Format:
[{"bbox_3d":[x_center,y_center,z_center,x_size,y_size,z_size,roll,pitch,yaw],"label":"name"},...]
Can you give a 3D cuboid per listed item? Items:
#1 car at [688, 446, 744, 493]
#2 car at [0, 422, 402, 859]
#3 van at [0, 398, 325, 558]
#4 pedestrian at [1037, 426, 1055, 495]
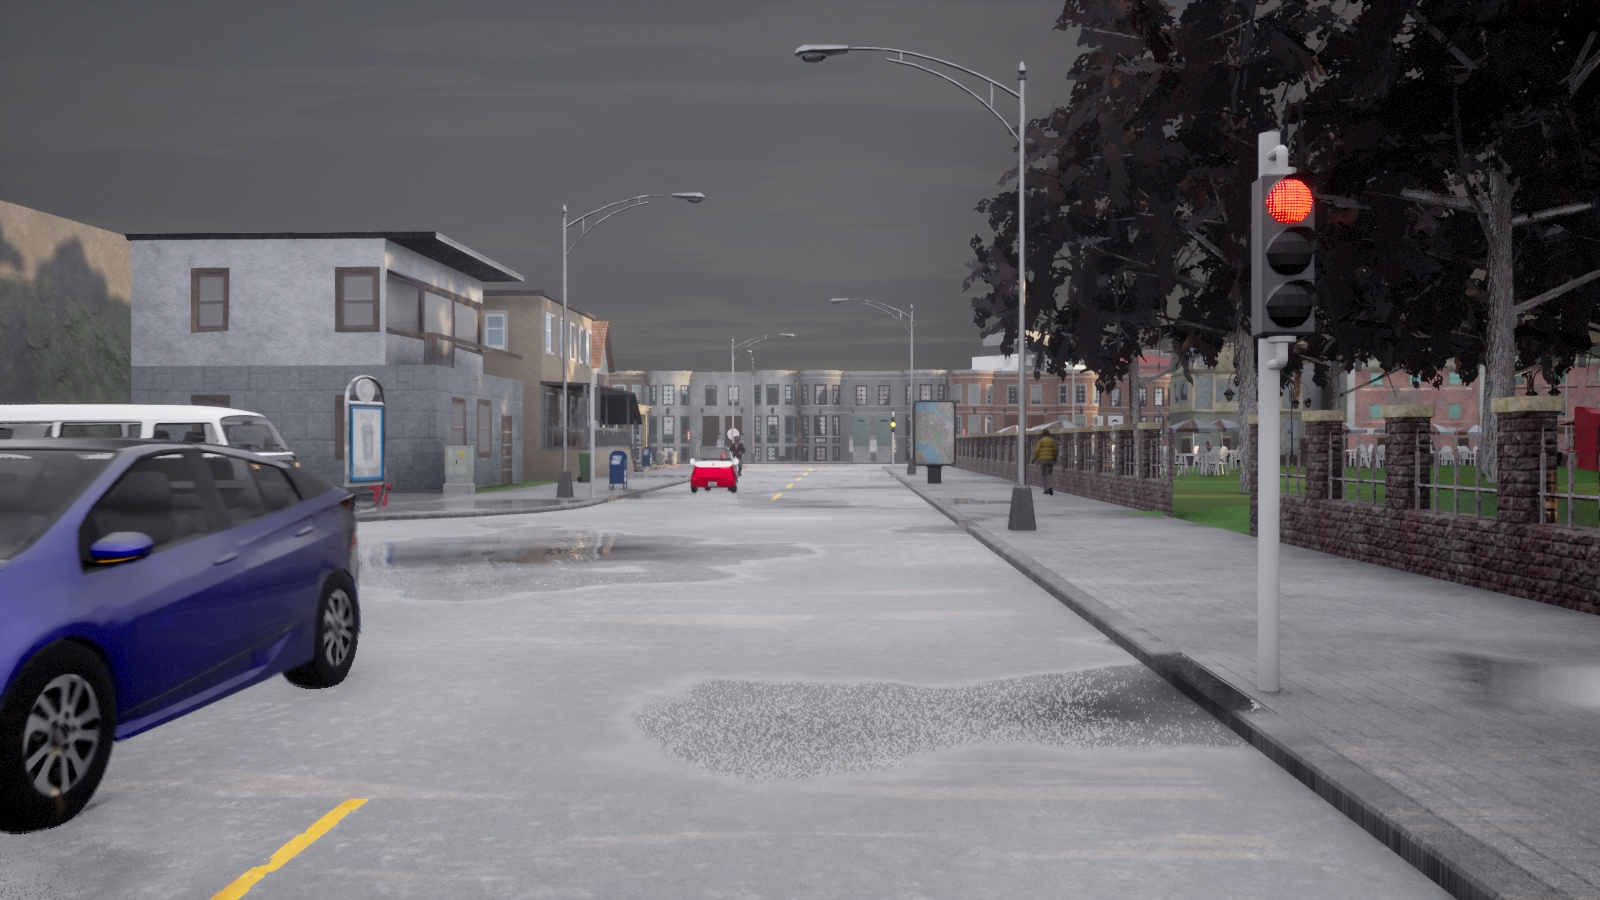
[{"bbox_3d":[-2.562,0.582,38.474,1.481,1.376,2.207,0,0,2],"label":"car"},{"bbox_3d":[-3.748,0.655,6.235,2.007,1.525,4.514,0,0,2],"label":"car"},{"bbox_3d":[-9.162,0.369,17.218,4.480,2.038,2.069,0,0,3],"label":"van"},{"bbox_3d":[6.548,0.273,33.404,0.370,1.835,0.726,0,0,2],"label":"pedestrian"}]
